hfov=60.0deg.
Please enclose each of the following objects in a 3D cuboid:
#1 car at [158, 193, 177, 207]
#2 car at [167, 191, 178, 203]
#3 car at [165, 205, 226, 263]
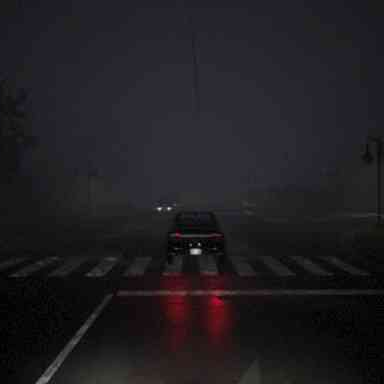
[{"bbox_3d":[-3.542,1.289,45.420,2.033,1.411,5.357,0,0,0],"label":"car"},{"bbox_3d":[-3.496,0.894,57.163,2.150,2.045,5.566,0,1,1],"label":"car"},{"bbox_3d":[0.108,1.425,11.692,2.128,1.511,4.902,0,0,0],"label":"car"}]
